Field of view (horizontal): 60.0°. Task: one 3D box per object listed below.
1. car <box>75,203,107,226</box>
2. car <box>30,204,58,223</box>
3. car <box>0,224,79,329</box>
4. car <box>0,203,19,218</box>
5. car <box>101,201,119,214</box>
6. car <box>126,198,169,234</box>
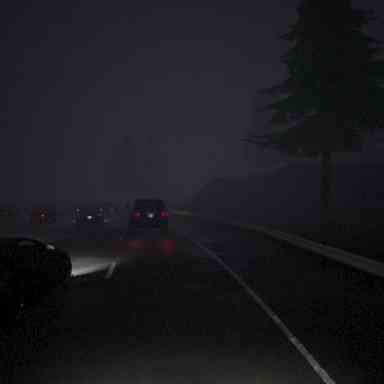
[{"bbox_3d":[-7.872,1.790,25.527,1.994,1.385,4.181,0,0,-18],"label":"car"},{"bbox_3d":[-12.594,1.745,28.495,1.882,1.535,5.008,0,-1,-20],"label":"car"},{"bbox_3d":[-4.030,1.634,7.032,1.994,1.385,4.181,0,0,-4],"label":"car"},{"bbox_3d":[-18.630,1.856,33.660,1.812,1.442,4.674,0,-1,-26],"label":"car"},{"bbox_3d":[-10.219,1.850,40.086,1.837,1.490,4.892,0,-1,-27],"label":"car"},{"bbox_3d":[-2.835,1.393,20.659,2.150,2.045,5.566,0,0,-13],"label":"car"}]
